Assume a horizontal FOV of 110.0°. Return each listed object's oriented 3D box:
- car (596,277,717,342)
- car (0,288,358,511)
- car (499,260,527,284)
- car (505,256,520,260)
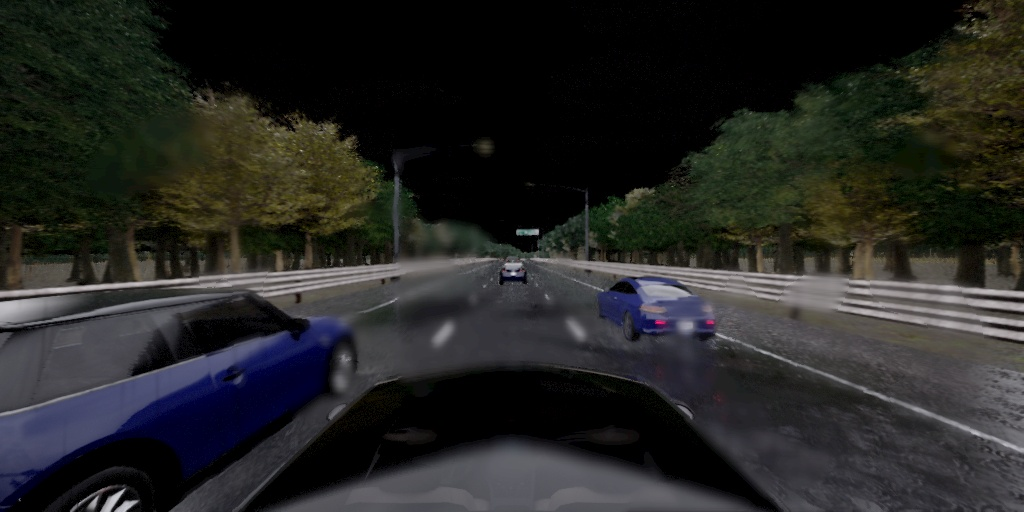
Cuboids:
[{"bbox_3d":[3.604,1.280,9.670,1.812,1.442,4.674,0,0,0],"label":"car"},{"bbox_3d":[-3.398,1.102,3.648,2.097,1.767,4.553,0,0,0],"label":"car"},{"bbox_3d":[0.099,1.265,27.247,2.163,1.488,4.792,0,0,0],"label":"car"},{"bbox_3d":[0.097,0.995,57.222,2.150,2.045,5.566,0,0,0],"label":"car"}]
